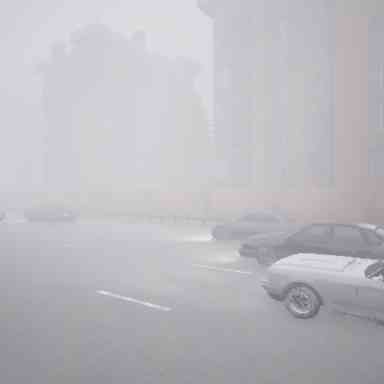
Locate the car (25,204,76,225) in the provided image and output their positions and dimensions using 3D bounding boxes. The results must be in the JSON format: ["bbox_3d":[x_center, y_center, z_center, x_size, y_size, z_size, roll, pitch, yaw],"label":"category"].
[{"bbox_3d":[-10.362,1.564,24.300,4.181,1.385,1.994,0,0,35],"label":"car"}]

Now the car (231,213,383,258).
[{"bbox_3d":[4.086,1.547,9.677,5.357,1.411,2.033,0,0,36],"label":"car"}]

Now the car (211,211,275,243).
[{"bbox_3d":[2.950,1.563,14.790,4.181,1.385,1.994,0,0,36],"label":"car"}]

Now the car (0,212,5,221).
[{"bbox_3d":[-15.243,1.601,23.484,4.718,1.301,1.895,0,0,36],"label":"car"}]

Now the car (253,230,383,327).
[{"bbox_3d":[3.672,1.600,5.673,4.718,1.301,1.895,0,0,36],"label":"car"}]
